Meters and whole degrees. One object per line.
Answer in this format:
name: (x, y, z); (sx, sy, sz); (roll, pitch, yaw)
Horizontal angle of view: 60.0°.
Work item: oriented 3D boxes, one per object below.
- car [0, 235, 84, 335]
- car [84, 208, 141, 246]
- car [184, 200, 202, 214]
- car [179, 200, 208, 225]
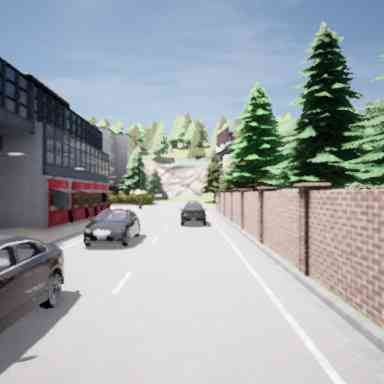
car: (-3.598, 1.511, 5.186); (2.128, 1.511, 4.902); (0, 0, 0)
car: (-3.581, 1.548, 15.639); (2.128, 1.511, 4.902); (0, 0, 0)
car: (0.098, 1.684, 38.912); (2.033, 1.411, 5.357); (0, 0, 0)
car: (0.103, 1.592, 24.747); (1.837, 1.490, 4.892); (0, 0, 0)
